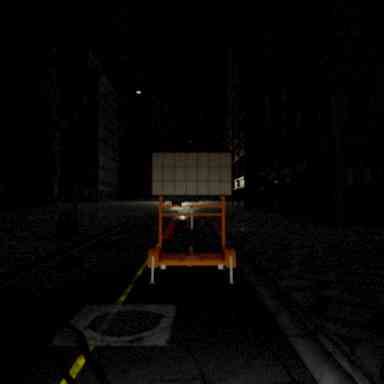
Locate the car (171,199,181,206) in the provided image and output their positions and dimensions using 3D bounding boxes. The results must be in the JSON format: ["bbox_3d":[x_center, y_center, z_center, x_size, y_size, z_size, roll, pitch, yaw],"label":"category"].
[{"bbox_3d":[-3.041,2.019,65.686,2.033,1.411,5.357,0,0,0],"label":"car"}]

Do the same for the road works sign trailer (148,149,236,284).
[{"bbox_3d":[-0.004,0.535,9.778,2.380,3.560,2.880,0,0,0],"label":"road works sign trailer"}]

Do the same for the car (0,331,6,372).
[{"bbox_3d":[-3.099,1.581,2.058,1.994,1.385,4.181,0,0,0],"label":"car"}]
